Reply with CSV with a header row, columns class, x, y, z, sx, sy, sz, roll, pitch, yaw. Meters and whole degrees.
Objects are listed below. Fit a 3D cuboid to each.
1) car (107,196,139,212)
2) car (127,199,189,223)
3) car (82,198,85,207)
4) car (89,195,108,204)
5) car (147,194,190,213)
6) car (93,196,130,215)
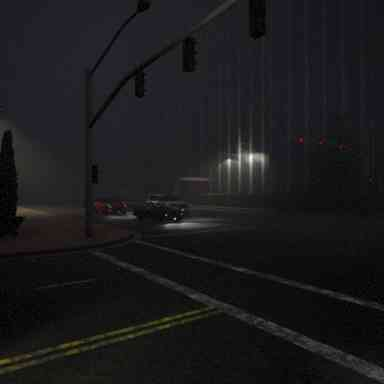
class,x,y,z,sx,sy,sz,roll,pitch,yaw
car,-8.275,1.352,39.651,2.097,1.767,4.553,0,0,-36
car,-2.801,1.547,26.155,2.033,1.411,5.357,0,0,-36
car,-14.541,1.505,48.310,1.837,1.490,4.892,0,0,-36
car,-18.680,1.478,66.225,1.882,1.535,5.008,0,0,-36
car,-2.417,1.221,31.579,2.150,2.045,5.566,0,0,-36
car,-8.343,1.352,33.788,2.097,1.767,4.553,0,0,-36
